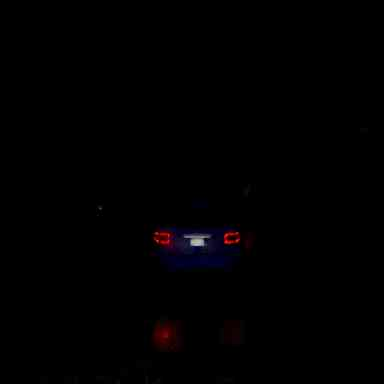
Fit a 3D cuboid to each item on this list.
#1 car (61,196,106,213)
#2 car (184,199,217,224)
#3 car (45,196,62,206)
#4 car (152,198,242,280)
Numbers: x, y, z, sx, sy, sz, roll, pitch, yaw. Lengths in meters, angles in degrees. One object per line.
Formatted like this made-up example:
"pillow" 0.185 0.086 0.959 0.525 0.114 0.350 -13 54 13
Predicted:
"car" -10.669 1.311 33.546 4.902 1.511 2.128 0 0 40
"car" 0.729 1.346 24.480 1.882 1.535 5.008 0 0 7
"car" -19.531 1.300 48.562 1.994 1.385 4.181 0 0 9
"car" 0.108 1.169 9.919 2.150 2.045 5.566 0 0 0
